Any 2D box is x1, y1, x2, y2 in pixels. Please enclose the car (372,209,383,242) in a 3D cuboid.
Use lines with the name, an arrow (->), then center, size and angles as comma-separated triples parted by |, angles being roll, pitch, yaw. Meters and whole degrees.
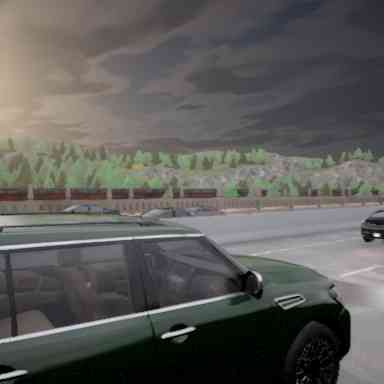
car -> 9.495, 1.507, 15.042 | 4.892, 1.490, 1.837 | 0, 0, -37

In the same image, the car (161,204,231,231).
car -> 0.318, 1.566, 21.539 | 4.181, 1.385, 1.994 | 0, 0, -36

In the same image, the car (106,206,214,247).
car -> -1.432, 1.506, 15.920 | 4.892, 1.490, 1.837 | 0, 0, -36

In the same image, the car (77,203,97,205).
car -> -6.880, 1.479, 20.618 | 5.008, 1.535, 1.882 | 0, 0, -36

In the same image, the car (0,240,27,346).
car -> -4.996, 1.601, 4.483 | 4.718, 1.301, 1.895 | 0, 0, -36

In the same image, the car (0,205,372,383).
car -> -0.787, 1.222, 3.188 | 5.566, 2.045, 2.150 | 0, 0, -36
